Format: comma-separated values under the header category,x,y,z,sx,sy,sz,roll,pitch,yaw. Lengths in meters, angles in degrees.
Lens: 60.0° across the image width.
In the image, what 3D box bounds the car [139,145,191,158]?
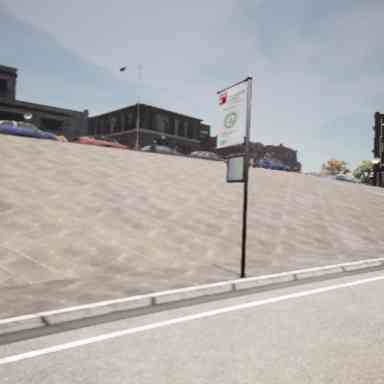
category,x,y,z,sx,sy,sz,roll,pitch,yaw
car,-2.811,-3.448,30.337,4.674,1.452,2.002,3,-1,-38

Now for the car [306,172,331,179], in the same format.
category,x,y,z,sx,sy,sz,roll,pitch,yaw
car,17.955,-2.185,48.625,4.674,1.452,2.002,4,-2,-44

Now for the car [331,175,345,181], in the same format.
category,x,y,z,sx,sy,sz,roll,pitch,yaw
car,21.876,-1.872,52.530,2.002,1.452,4.674,1,-2,45

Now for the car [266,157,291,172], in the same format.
category,x,y,z,sx,sy,sz,roll,pitch,yaw
car,9.932,-3.040,41.074,5.566,2.045,2.435,3,-1,-41

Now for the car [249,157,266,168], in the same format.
category,x,y,z,sx,sy,sz,roll,pitch,yaw
car,5.712,-3.169,37.377,4.553,1.767,2.185,3,-1,-40

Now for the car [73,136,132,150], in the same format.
category,x,y,z,sx,sy,sz,roll,pitch,yaw
car,-7.176,-3.671,26.967,4.792,1.488,2.163,3,-1,-37

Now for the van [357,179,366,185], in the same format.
category,x,y,z,sx,sy,sz,roll,pitch,yaw
van,29.597,-1.439,60.648,1.878,1.987,4.442,1,-3,43

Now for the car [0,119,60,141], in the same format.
category,x,y,z,sx,sy,sz,roll,pitch,yaw
car,-11.767,-4.047,23.558,4.553,1.767,2.185,3,-1,-35

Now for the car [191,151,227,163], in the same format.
category,x,y,z,sx,sy,sz,roll,pitch,yaw
car,1.406,-3.278,33.740,4.892,1.521,2.231,3,-1,-39

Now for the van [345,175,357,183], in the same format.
category,x,y,z,sx,sy,sz,roll,pitch,yaw
van,25.841,-1.794,56.593,1.878,1.987,4.442,1,-2,44
